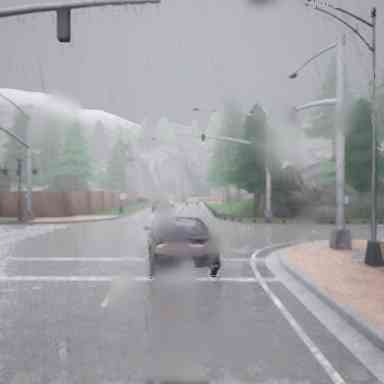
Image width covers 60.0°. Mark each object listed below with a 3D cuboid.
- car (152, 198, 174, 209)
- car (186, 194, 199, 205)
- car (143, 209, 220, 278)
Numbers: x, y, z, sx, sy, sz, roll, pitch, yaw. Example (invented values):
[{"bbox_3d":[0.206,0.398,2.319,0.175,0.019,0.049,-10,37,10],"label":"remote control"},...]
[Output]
[{"bbox_3d":[-3.596,1.558,38.923,2.128,1.511,4.902,0,0,0],"label":"car"},{"bbox_3d":[0.092,1.326,61.126,2.150,2.045,5.566,0,0,0],"label":"car"},{"bbox_3d":[-0.434,1.510,10.273,2.128,1.511,4.902,0,0,-8],"label":"car"}]
